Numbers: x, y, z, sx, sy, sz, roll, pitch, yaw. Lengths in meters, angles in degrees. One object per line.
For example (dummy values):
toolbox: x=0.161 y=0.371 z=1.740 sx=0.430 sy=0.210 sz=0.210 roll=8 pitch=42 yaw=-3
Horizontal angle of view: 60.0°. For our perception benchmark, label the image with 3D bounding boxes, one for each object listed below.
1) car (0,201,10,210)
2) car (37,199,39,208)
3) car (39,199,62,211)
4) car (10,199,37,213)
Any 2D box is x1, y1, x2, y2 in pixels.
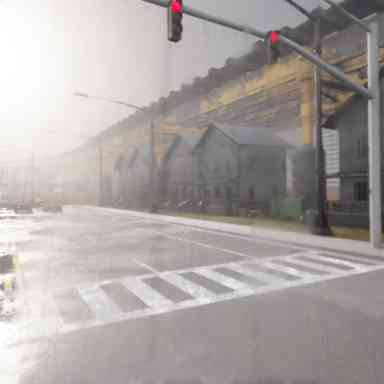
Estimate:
car: x=-26.984 y=1.927 z=49.610 sx=4.718 sy=1.301 sz=1.895 roll=-1 pitch=0 yaw=44
car: x=-24.418 y=1.807 z=51.991 sx=4.674 sy=1.442 sz=1.812 roll=-1 pitch=0 yaw=44
car: x=-18.572 y=1.806 z=44.051 sx=1.895 sy=1.301 sz=4.718 roll=-1 pitch=0 yaw=-32
car: x=-20.900 y=1.795 z=41.170 sx=2.033 sy=1.411 sz=5.357 roll=-1 pitch=0 yaw=-31
